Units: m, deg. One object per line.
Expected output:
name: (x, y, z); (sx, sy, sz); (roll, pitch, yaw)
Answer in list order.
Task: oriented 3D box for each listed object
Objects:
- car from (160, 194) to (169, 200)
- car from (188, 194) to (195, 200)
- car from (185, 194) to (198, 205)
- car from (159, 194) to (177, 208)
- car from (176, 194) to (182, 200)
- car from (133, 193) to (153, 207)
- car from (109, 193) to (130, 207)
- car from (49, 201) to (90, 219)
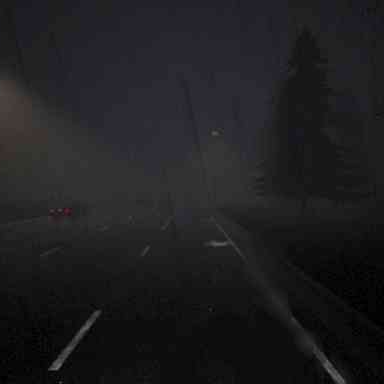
car: (-7.051, 1.283, 85.215); (1.882, 1.535, 5.008); (0, 0, 0)
car: (-0.051, 1.330, 84.243); (1.812, 1.442, 4.674); (0, 0, 0)
car: (-0.033, 1.222, 56.325); (2.097, 1.767, 4.553); (0, 0, 0)
car: (-3.440, 1.420, 46.117); (1.812, 1.442, 4.674); (0, 0, 0)
car: (-3.551, 1.331, 84.284); (1.812, 1.442, 4.674); (0, 0, 0)
car: (-6.991, 1.115, 47.908); (2.150, 2.045, 5.566); (0, 0, 0)
car: (-10.528, 1.113, 48.432); (2.150, 2.045, 5.566); (0, 0, 0)
car: (-10.415, 1.484, 28.684); (2.033, 1.411, 5.357); (0, 0, 0)
